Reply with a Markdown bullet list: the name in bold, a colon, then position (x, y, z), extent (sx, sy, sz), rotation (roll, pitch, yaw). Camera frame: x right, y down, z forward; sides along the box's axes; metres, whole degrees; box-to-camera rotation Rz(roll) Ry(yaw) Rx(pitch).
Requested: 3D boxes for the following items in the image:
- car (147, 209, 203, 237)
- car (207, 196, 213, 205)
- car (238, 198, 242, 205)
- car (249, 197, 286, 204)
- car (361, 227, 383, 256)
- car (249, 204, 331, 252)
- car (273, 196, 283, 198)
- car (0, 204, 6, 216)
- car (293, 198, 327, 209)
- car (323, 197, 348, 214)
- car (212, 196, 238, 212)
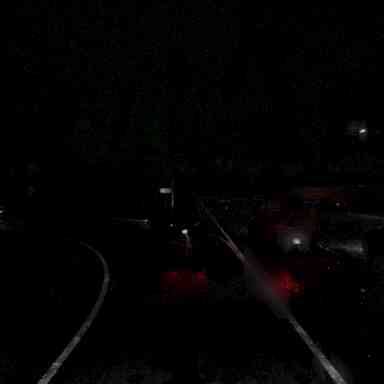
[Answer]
- **car**: position (-1.078, 1.572, 17.842), extent (1.895, 1.301, 4.718), rotation (0, 0, -19)
- **car**: position (3.604, 1.434, 55.855), extent (1.812, 1.442, 4.674), rotation (0, 0, 0)
- **car**: position (7.104, 1.473, 55.464), extent (1.994, 1.385, 4.181), rotation (0, 0, 0)
- **car**: position (7.102, 1.494, 32.141), extent (2.033, 1.411, 5.357), rotation (0, 0, 0)
- **car**: position (7.100, 1.547, 10.309), extent (1.994, 1.385, 4.181), rotation (0, 0, 0)
- **car**: position (3.601, 1.470, 13.788), extent (2.128, 1.511, 4.902), rotation (0, 0, 0)
- **car**: position (14.104, 1.414, 55.121), extent (1.837, 1.490, 4.892), rotation (0, 0, 0)
- **car**: position (-18.713, 1.458, 28.990), extent (4.892, 1.490, 1.837), rotation (0, 0, 12)
- **car**: position (10.603, 1.474, 31.212), extent (1.812, 1.442, 4.674), rotation (0, 0, 0)
- **car**: position (14.103, 1.295, 34.284), extent (2.097, 1.767, 4.553), rotation (0, 0, 0)
- **car**: position (3.603, 1.465, 37.083), extent (1.812, 1.442, 4.674), rotation (0, 0, 0)
